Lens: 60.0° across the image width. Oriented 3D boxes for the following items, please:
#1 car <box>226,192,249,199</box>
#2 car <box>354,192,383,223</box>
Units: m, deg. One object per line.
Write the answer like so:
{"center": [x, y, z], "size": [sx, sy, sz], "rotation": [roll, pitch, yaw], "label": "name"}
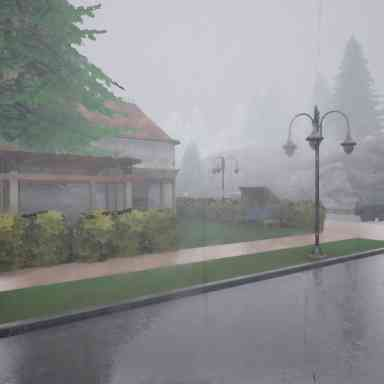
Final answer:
{"center": [5.568, 1.060, 33.163], "size": [2.150, 2.045, 5.566], "rotation": [0, 0, -35], "label": "car"}
{"center": [13.471, 1.058, 21.631], "size": [2.150, 2.045, 5.566], "rotation": [0, 0, -30], "label": "car"}
